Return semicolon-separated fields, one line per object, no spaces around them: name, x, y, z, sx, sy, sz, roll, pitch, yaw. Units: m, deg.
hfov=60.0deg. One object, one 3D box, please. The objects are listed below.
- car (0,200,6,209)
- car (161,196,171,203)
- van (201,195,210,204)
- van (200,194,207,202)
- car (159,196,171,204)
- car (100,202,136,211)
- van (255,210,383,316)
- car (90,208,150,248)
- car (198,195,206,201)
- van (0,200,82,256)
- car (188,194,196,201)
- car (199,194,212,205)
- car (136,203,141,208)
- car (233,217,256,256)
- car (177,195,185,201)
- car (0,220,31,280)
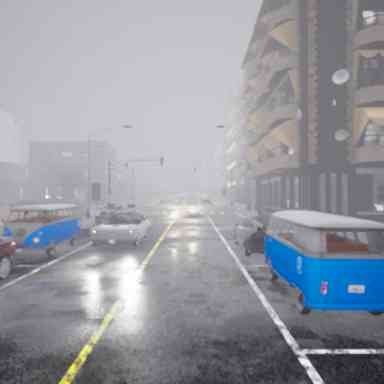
car;-30.680;1.869;50.324;4.206;1.307;1.802;0;-1;1
car;-5.681;1.651;73.506;1.887;1.381;4.507;1;0;0
van;2.702;1.444;67.961;1.690;1.788;3.998;1;0;0
van;2.702;1.452;79.124;1.690;1.788;3.998;1;0;0
car;-5.682;1.684;67.925;1.802;1.307;4.206;1;0;0
car;-5.645;1.489;24.216;1.967;1.590;4.097;1;0;0
van;2.704;1.358;7.312;1.690;1.788;3.998;1;0;0
car;-3.097;1.633;15.129;1.895;1.301;4.718;0;0;0
car;2.699;1.641;90.454;1.752;1.417;4.829;1;0;0
van;-5.644;1.369;12.924;1.690;1.788;3.998;1;0;0
car;-0.004;1.427;90.172;2.097;1.767;4.553;0;0;0
car;2.700;1.649;62.382;2.008;1.369;4.403;1;0;0
car;-5.647;1.604;29.861;1.887;1.381;4.507;1;0;0
car;2.701;1.594;12.957;1.947;1.339;4.313;1;0;0
car;-3.003;1.594;90.012;1.882;1.535;5.008;0;0;0
car;-5.646;1.561;7.278;1.887;1.381;4.507;1;0;0
